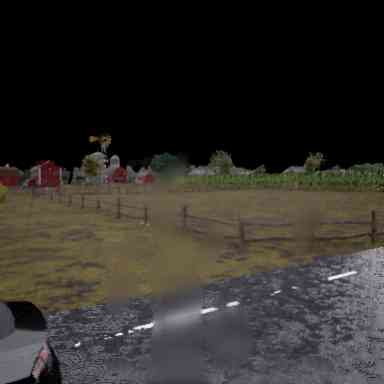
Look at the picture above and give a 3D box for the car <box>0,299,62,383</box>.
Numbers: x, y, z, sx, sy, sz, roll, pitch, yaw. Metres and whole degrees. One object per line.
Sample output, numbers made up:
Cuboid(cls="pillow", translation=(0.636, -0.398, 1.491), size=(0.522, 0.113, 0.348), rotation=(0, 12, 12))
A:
Cuboid(cls="car", translation=(-3.274, 1.474, 1.683), size=(4.902, 1.511, 2.128), rotation=(0, 0, -35))
